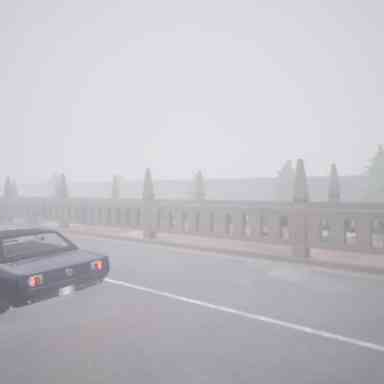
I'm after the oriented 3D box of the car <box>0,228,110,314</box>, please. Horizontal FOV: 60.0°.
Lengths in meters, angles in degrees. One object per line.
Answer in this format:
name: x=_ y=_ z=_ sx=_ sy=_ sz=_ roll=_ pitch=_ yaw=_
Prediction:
car: x=-4.021 y=1.479 z=7.314 sx=4.718 sy=1.301 sz=1.895 roll=0 pitch=2 yaw=37
